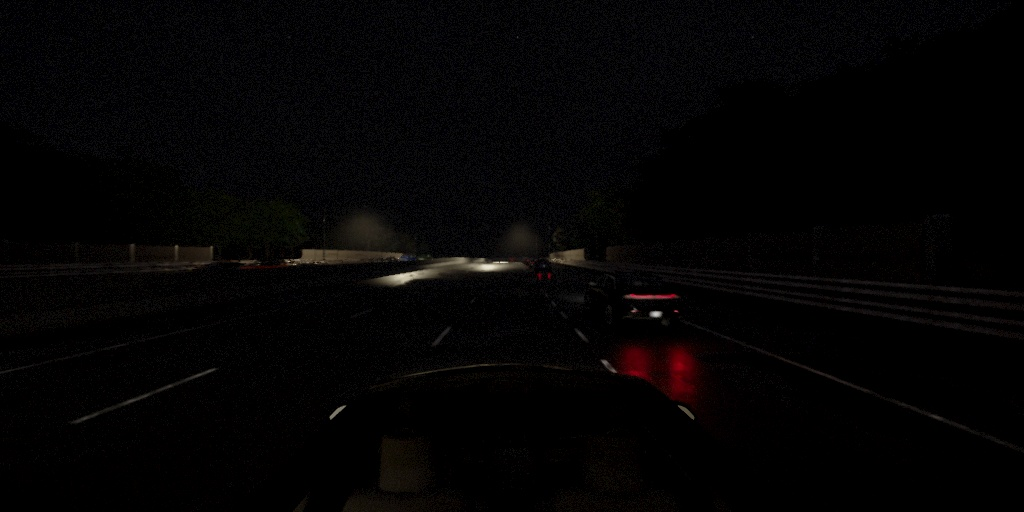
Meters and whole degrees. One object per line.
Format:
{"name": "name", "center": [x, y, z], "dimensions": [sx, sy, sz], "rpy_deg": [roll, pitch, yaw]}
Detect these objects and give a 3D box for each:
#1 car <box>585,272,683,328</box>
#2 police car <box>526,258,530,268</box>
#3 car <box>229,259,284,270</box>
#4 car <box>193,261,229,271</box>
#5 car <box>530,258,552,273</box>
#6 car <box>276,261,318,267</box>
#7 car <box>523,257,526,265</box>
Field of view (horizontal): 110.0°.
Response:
{"name": "car", "center": [3.593, 1.244, 11.378], "dimensions": [2.128, 1.511, 4.902], "rpy_deg": [0, 0, 0]}
{"name": "police car", "center": [3.500, 1.127, 52.509], "dimensions": [2.038, 1.542, 4.974], "rpy_deg": [0, 0, 0]}
{"name": "car", "center": [-21.079, 1.078, 30.588], "dimensions": [2.097, 1.767, 4.553], "rpy_deg": [0, 0, 0]}
{"name": "car", "center": [-24.579, 1.231, 30.522], "dimensions": [1.837, 1.490, 4.892], "rpy_deg": [0, 0, 0]}
{"name": "car", "center": [3.500, 1.115, 41.493], "dimensions": [2.033, 1.649, 4.856], "rpy_deg": [0, 0, 0]}
{"name": "car", "center": [-17.581, 1.290, 30.579], "dimensions": [1.994, 1.385, 4.181], "rpy_deg": [0, 0, 0]}
{"name": "car", "center": [3.500, 1.063, 63.556], "dimensions": [2.163, 1.488, 4.792], "rpy_deg": [0, 0, 0]}
